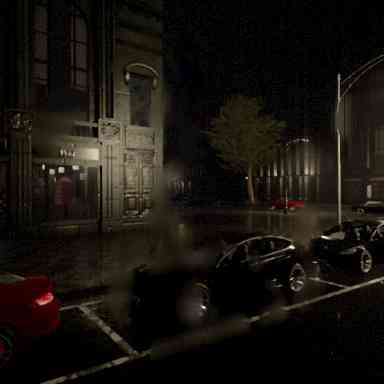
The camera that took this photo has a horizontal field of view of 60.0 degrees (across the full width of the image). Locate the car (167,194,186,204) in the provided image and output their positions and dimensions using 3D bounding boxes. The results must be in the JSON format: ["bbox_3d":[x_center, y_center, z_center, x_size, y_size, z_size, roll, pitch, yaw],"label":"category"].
[{"bbox_3d":[-3.098,1.373,68.750,2.150,2.045,5.566,0,0,-36],"label":"car"}]

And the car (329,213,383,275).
[{"bbox_3d":[5.361,1.565,10.478,4.313,1.339,1.947,0,0,-36],"label":"car"}]

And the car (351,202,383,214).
[{"bbox_3d":[18.485,1.649,32.932,1.895,1.301,4.718,0,0,-36],"label":"car"}]

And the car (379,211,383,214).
[{"bbox_3d":[9.948,1.550,13.755,4.403,1.369,2.008,0,0,-36],"label":"car"}]

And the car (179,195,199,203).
[{"bbox_3d":[-0.682,1.465,70.959,1.882,1.535,5.008,0,0,-36],"label":"car"}]

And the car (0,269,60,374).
[{"bbox_3d":[-3.812,1.582,3.926,4.206,1.307,1.802,0,0,-36],"label":"car"}]

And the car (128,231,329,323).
[{"bbox_3d":[0.774,1.565,7.202,4.313,1.339,1.947,0,0,-36],"label":"car"}]

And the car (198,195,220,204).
[{"bbox_3d":[3.321,1.468,65.463,2.097,1.767,4.553,0,0,-35],"label":"car"}]

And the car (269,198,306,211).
[{"bbox_3d":[11.996,1.557,41.973,1.882,1.535,5.008,0,0,-36],"label":"car"}]

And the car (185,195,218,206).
[{"bbox_3d":[1.574,1.678,56.563,2.033,1.411,5.357,0,0,-35],"label":"car"}]
